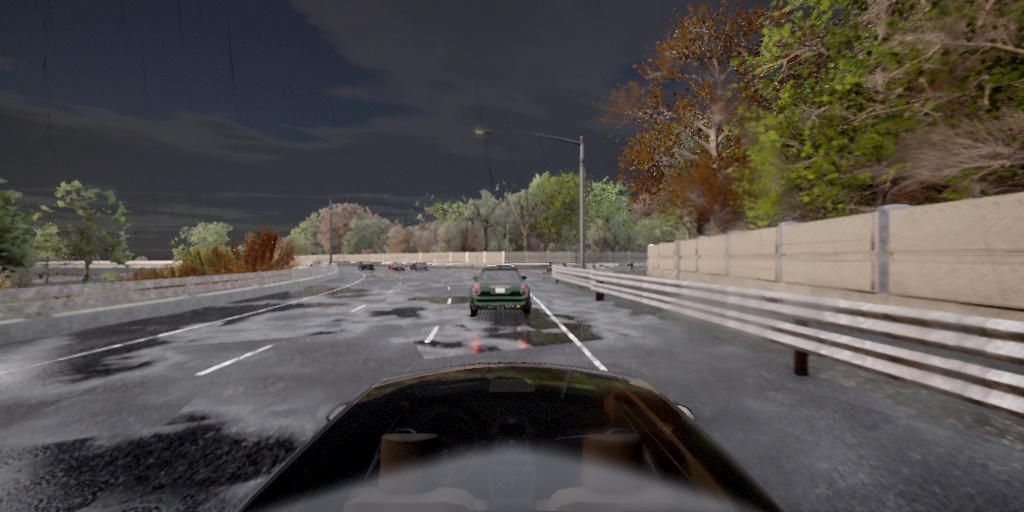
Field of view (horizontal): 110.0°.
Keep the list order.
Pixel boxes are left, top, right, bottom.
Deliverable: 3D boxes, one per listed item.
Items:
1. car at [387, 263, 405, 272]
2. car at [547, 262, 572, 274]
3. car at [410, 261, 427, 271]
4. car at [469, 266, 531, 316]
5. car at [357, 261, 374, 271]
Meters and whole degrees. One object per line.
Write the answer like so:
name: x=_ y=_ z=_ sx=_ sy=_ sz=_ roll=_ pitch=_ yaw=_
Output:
car: x=-17.917 y=1.705 z=55.177 sx=1.895 sy=1.301 sz=4.718 roll=0 pitch=0 yaw=-29
car: x=6.290 y=1.523 z=46.885 sx=1.837 sy=1.490 sz=4.892 roll=-2 pitch=-1 yaw=33
car: x=-14.787 y=1.600 z=56.657 sx=2.128 sy=1.511 sz=4.902 roll=0 pitch=0 yaw=-29
car: x=-0.474 y=1.178 z=13.995 sx=2.097 sy=1.767 sz=4.553 roll=0 pitch=0 yaw=-2
car: x=-23.687 y=1.606 z=57.882 sx=1.882 sy=1.535 sz=5.008 roll=0 pitch=0 yaw=-32
